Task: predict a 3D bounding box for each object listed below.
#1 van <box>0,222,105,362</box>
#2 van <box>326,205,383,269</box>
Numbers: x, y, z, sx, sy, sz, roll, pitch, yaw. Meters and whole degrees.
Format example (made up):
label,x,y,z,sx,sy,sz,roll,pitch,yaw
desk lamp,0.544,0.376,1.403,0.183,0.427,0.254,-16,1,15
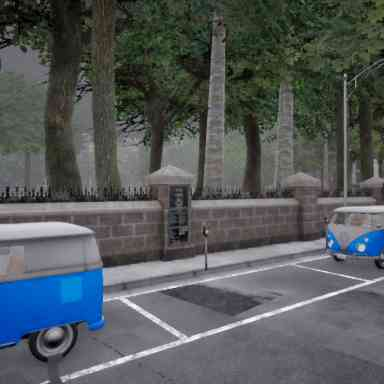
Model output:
label,x,y,z,sx,sy,sz,roll,pitch,yaw
van,-3.167,1.341,4.275,3.998,1.788,1.690,0,0,-36
van,6.040,1.337,10.854,3.998,1.788,1.690,0,0,-36
